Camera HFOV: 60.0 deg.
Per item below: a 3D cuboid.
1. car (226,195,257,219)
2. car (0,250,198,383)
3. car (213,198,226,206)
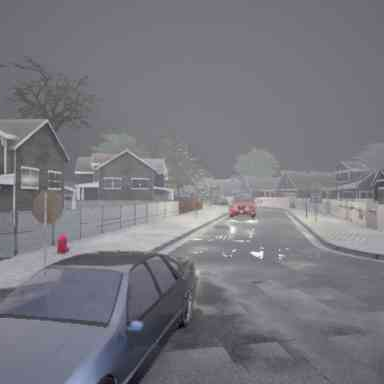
[{"bbox_3d":[4.763,1.294,30.667,2.150,2.045,5.566,0,1,13],"label":"car"},{"bbox_3d":[-1.242,1.591,4.556,2.033,1.411,5.357,-1,-1,13],"label":"car"},{"bbox_3d":[5.060,1.775,57.684,1.994,1.385,4.181,0,-1,-11],"label":"car"}]
